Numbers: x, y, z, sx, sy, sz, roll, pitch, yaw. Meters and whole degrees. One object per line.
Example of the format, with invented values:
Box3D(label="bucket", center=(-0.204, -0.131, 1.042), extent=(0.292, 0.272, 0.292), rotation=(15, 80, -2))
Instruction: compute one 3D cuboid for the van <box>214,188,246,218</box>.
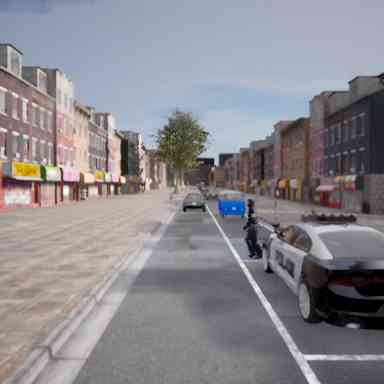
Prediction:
Box3D(label="van", center=(2.737, 0.830, 23.432), extent=(1.690, 1.788, 3.998), rotation=(0, 1, 0))

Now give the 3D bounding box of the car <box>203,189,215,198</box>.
Box3D(label="car", center=(2.866, 0.235, 56.676), extent=(1.947, 1.339, 4.313), rotation=(1, 1, 0))

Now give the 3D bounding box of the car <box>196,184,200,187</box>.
Box3D(label="car", center=(2.999, -0.908, 89.905), extent=(2.192, 1.841, 5.009), rotation=(1, 2, 0))

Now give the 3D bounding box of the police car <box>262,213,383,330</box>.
Box3D(label="police car", center=(2.777, 1.276, 6.986), extent=(1.930, 1.638, 5.238), rotation=(0, 1, 0))

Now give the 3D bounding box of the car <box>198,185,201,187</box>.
Box3D(label="car", center=(2.953, -0.368, 78.834), extent=(2.008, 1.369, 4.403), rotation=(1, 2, 0))

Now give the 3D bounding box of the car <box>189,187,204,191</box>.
Box3D(label="car", center=(0.260, 0.453, 44.800), extent=(1.882, 1.535, 5.008), rotation=(0, 1, 1))

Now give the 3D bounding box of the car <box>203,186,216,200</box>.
Box3D(label="car", center=(2.824, 0.394, 45.594), extent=(1.967, 1.590, 4.097), rotation=(1, 1, 0))

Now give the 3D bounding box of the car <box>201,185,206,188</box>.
Box3D(label="car", center=(2.847, 0.127, 51.131), extent=(2.192, 1.841, 5.009), rotation=(1, 1, 0))

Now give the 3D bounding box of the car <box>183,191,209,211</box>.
Box3D(label="car", center=(0.203, 0.903, 29.954), extent=(1.994, 1.385, 4.181), rotation=(0, 1, 0))

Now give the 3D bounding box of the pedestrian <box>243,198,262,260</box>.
Box3D(label="pedestrian", center=(1.817, 1.081, 10.002), extent=(0.375, 1.860, 0.375), rotation=(0, 1, 0))
